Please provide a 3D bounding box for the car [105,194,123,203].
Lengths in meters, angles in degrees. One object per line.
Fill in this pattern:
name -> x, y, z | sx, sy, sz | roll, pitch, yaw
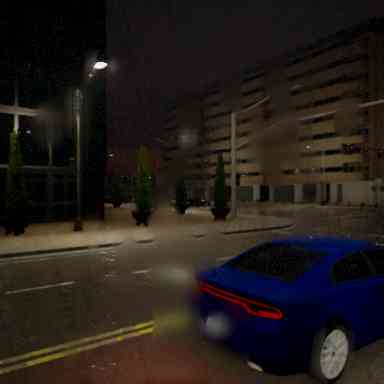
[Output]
car -> -15.285, 1.440, 62.247 | 1.895, 1.301, 4.718 | 0, 0, -35

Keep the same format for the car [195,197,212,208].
car -> 0.826, 1.386, 45.316 | 1.994, 1.385, 4.181 | 0, 0, -35

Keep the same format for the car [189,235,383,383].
car -> 2.305, 1.455, 5.445 | 5.008, 1.535, 1.882 | 0, 0, -35

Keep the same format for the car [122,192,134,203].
car -> -12.417, 1.316, 64.251 | 2.128, 1.511, 4.902 | 0, 0, -35

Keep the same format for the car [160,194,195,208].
car -> -1.963, 1.364, 43.193 | 1.812, 1.442, 4.674 | 0, 0, -35
